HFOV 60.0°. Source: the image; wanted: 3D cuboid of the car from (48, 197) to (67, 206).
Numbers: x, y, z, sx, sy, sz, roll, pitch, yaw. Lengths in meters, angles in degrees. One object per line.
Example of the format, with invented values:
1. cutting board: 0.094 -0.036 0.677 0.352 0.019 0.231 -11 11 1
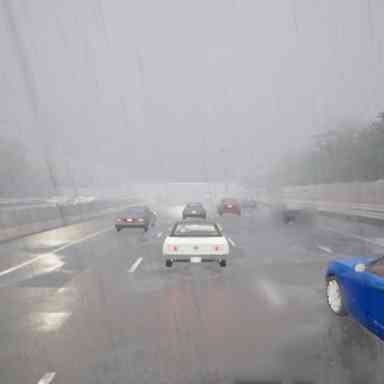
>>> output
1. car: -24.131 1.642 59.620 1.812 1.442 4.674 0 0 1

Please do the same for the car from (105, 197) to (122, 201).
1. car: -13.640 1.623 59.808 1.837 1.490 4.892 0 0 1

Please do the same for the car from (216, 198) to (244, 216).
1. car: 3.630 1.404 33.831 2.097 1.767 4.553 0 0 0

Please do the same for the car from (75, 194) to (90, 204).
1. car: -20.563 1.345 64.056 2.150 2.045 5.566 0 0 1

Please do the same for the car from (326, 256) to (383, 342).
1. car: 3.504 1.481 4.435 1.882 1.535 5.008 0 0 0

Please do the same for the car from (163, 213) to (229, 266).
1. car: 0.119 1.610 11.512 1.895 1.301 4.718 0 0 0

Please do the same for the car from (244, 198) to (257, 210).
1. car: 7.304 1.571 43.613 2.128 1.511 4.902 0 0 1

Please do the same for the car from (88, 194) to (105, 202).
1. car: -17.105 1.599 61.732 1.882 1.535 5.008 0 0 1

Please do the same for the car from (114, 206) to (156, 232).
1. car: -3.346 1.570 20.407 2.033 1.411 5.357 0 0 0

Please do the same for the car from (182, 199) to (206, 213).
1. car: 0.198 1.604 28.960 1.994 1.385 4.181 0 0 0

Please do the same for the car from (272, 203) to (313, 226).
1. car: 7.047 1.507 23.764 1.882 1.535 5.008 0 0 2
